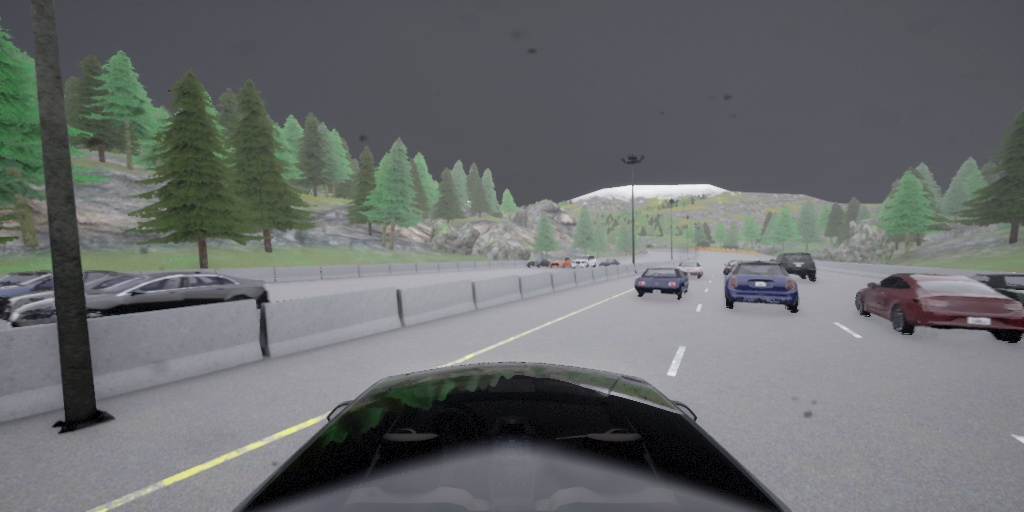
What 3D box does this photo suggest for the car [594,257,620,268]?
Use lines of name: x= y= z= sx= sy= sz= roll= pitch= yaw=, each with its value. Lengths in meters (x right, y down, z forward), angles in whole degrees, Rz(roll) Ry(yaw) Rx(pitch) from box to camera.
car: x=13.115 y=1.128 z=48.055 sx=2.033 sy=1.411 sz=5.357 roll=0 pitch=0 yaw=30

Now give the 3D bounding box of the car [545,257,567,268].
car: x=7.090 y=0.902 z=51.616 sx=2.097 sy=1.767 sz=4.553 roll=0 pitch=0 yaw=30

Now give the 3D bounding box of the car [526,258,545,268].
car: x=4.055 y=1.073 z=53.361 sx=2.033 sy=1.411 sz=5.357 roll=0 pitch=0 yaw=30

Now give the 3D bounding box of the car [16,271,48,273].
car: x=-15.703 y=1.231 z=12.894 sx=2.033 sy=1.411 sz=5.357 roll=0 pitch=1 yaw=30

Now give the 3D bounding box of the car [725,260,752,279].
car: x=19.453 y=1.102 z=30.975 sx=1.812 sy=1.442 sz=4.674 roll=0 pitch=0 yaw=30

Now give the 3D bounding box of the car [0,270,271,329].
car: x=-9.443 y=1.187 z=9.731 sx=2.128 sy=1.511 sz=4.902 roll=0 pitch=1 yaw=30

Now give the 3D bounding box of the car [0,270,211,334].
car: x=-12.548 y=1.253 z=11.355 sx=1.994 sy=1.385 sz=4.181 roll=0 pitch=1 yaw=30

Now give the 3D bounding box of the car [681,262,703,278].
car: x=15.433 y=1.169 z=31.037 sx=1.895 sy=1.301 sz=4.718 roll=0 pitch=0 yaw=30

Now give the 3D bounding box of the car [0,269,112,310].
car: x=-19.200 y=1.286 z=13.849 sx=1.895 sy=1.301 sz=4.718 roll=0 pitch=1 yaw=30

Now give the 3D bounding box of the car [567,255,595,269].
car: x=10.078 y=0.847 z=49.793 sx=2.150 sy=2.045 sz=5.566 roll=0 pitch=0 yaw=30

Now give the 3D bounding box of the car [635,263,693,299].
car: x=7.273 y=1.204 z=17.103 sx=1.895 sy=1.301 sz=4.718 roll=0 pitch=0 yaw=30

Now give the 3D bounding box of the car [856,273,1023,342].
car: x=10.917 y=1.174 z=9.472 sx=1.812 sy=1.442 sz=4.674 roll=0 pitch=0 yaw=30

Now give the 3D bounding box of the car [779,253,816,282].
car: x=21.417 y=0.801 z=27.401 sx=2.150 sy=2.045 sz=5.566 roll=0 pitch=-1 yaw=30

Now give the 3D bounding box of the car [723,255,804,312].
car: x=9.452 y=0.971 z=13.897 sx=2.097 sy=1.767 sz=4.553 roll=0 pitch=0 yaw=30
